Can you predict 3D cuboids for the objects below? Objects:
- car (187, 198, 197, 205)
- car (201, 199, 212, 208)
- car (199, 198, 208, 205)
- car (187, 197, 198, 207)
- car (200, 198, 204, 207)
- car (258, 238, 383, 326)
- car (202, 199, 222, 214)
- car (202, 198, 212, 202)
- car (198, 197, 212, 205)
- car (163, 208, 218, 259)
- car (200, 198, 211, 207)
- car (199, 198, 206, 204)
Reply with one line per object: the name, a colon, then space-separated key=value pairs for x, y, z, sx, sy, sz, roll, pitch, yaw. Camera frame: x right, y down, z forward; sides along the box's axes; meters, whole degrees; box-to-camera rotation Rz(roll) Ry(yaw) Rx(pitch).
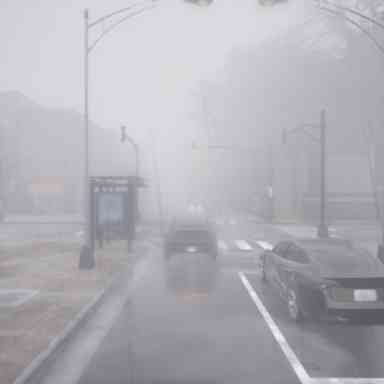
car: x=0.010 y=2.110 z=74.612 sx=2.033 sy=1.411 sz=5.357 roll=0 pitch=-1 yaw=0
car: x=2.632 y=2.100 z=61.603 sx=1.752 sy=1.417 sz=4.829 roll=-1 pitch=-1 yaw=0
car: x=2.631 y=2.220 z=77.784 sx=1.967 sy=1.590 sz=4.097 roll=-1 pitch=-1 yaw=0
car: x=0.053 y=1.949 z=63.489 sx=2.097 sy=1.767 sz=4.553 roll=0 pitch=-1 yaw=1
car: x=2.631 y=1.996 z=50.534 sx=2.008 sy=1.369 sz=4.403 roll=-1 pitch=-1 yaw=0
car: x=2.629 y=1.616 z=7.120 sx=1.947 sy=1.339 sz=4.313 roll=-1 pitch=0 yaw=0
car: x=2.631 y=1.880 z=39.633 sx=2.008 sy=1.369 sz=4.403 roll=-1 pitch=-1 yaw=0
car: x=2.631 y=1.913 z=45.253 sx=1.752 sy=1.417 sz=4.829 roll=-1 pitch=-1 yaw=0
car: x=2.627 y=1.823 z=55.986 sx=2.192 sy=1.841 sz=5.009 roll=-1 pitch=-1 yaw=0
car: x=-0.082 y=1.600 z=13.010 sx=1.837 sy=1.490 sz=4.892 roll=0 pitch=-1 yaw=-2
car: x=2.630 y=2.080 z=66.885 sx=1.967 sy=1.590 sz=4.097 roll=-1 pitch=-1 yaw=0
car: x=2.762 y=2.421 z=89.477 sx=1.882 sy=1.535 sz=5.008 roll=0 pitch=-1 yaw=0
